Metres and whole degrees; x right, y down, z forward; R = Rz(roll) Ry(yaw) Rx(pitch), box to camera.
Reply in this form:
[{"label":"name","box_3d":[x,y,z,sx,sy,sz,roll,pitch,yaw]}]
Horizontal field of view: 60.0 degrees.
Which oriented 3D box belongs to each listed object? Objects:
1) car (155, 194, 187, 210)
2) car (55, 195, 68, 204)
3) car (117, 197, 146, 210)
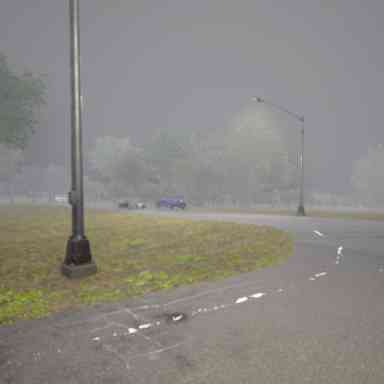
[{"label":"car","box_3d":[-2.888,1.348,44.654,2.150,2.045,5.566,3,-2,-35]},{"label":"car","box_3d":[-29.079,1.589,73.937,2.150,2.045,5.566,3,-2,-27]},{"label":"car","box_3d":[-7.048,1.313,38.369,2.128,1.511,4.902,3,-2,-35]}]
